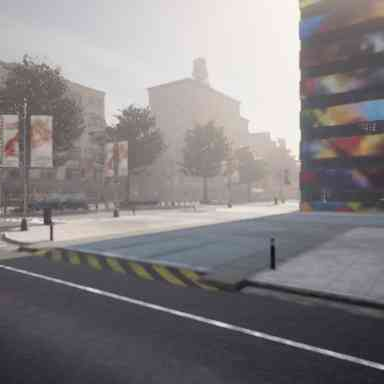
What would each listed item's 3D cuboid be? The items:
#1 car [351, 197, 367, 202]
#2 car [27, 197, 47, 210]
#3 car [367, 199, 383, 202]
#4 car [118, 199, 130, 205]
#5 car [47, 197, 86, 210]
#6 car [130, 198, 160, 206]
[{"bbox_3d":[24.864,1.456,49.102,2.161,1.482,4.786,0,0,36],"label":"car"},{"bbox_3d":[-20.093,1.537,45.557,2.097,1.767,4.553,0,0,36],"label":"car"},{"bbox_3d":[21.088,1.344,36.794,2.002,1.452,4.674,0,0,36],"label":"car"},{"bbox_3d":[-10.720,1.788,58.477,1.895,1.301,4.718,0,0,36],"label":"car"},{"bbox_3d":[-16.461,1.522,44.619,2.097,1.767,4.553,0,0,36],"label":"car"},{"bbox_3d":[-7.734,1.773,56.630,1.895,1.301,4.718,0,0,36],"label":"car"}]
